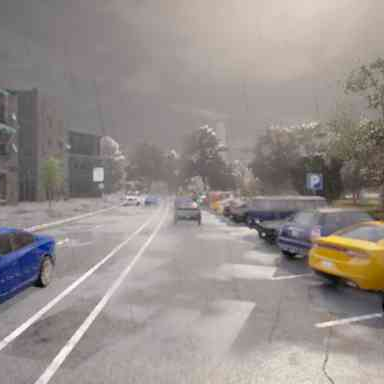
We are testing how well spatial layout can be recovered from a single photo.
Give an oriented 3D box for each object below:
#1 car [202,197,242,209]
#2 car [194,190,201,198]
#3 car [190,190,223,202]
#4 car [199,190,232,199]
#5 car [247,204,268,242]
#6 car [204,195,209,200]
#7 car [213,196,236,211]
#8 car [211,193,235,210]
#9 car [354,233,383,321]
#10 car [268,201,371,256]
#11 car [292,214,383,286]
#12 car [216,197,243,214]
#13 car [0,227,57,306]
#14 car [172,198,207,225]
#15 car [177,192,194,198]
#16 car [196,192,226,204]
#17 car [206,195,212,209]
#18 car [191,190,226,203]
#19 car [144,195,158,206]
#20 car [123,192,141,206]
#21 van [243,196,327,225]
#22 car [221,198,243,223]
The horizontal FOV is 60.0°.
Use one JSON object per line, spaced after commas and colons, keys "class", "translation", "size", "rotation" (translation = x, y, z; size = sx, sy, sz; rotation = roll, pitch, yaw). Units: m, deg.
{"class": "car", "translation": [3.983, 1.368, 43.800], "size": [4.792, 1.488, 2.163], "rotation": [0, 0, -24]}
{"class": "car", "translation": [3.554, 0.992, 49.700], "size": [5.566, 2.045, 2.435], "rotation": [0, 2, -24]}
{"class": "car", "translation": [2.691, 0.697, 61.584], "size": [5.566, 2.045, 2.435], "rotation": [0, 1, -25]}
{"class": "car", "translation": [4.160, 1.120, 40.828], "size": [5.566, 2.045, 2.435], "rotation": [0, 0, -23]}
{"class": "car", "translation": [5.171, 1.443, 14.087], "size": [5.008, 1.535, 2.097], "rotation": [1, 0, -21]}
{"class": "car", "translation": [4.302, 1.394, 37.842], "size": [4.892, 1.521, 2.231], "rotation": [1, 1, -23]}
{"class": "car", "translation": [4.878, 1.415, 29.011], "size": [5.366, 1.575, 1.946], "rotation": [1, 0, -22]}
{"class": "car", "translation": [4.611, 1.285, 31.914], "size": [4.553, 1.767, 2.185], "rotation": [1, 0, -23]}
{"class": "car", "translation": [5.265, 1.497, 5.167], "size": [4.792, 1.488, 2.163], "rotation": [1, 0, -21]}
{"class": "car", "translation": [5.188, 1.324, 11.114], "size": [4.553, 1.767, 2.185], "rotation": [1, 0, -21]}
{"class": "car", "translation": [5.256, 1.458, 8.150], "size": [5.008, 1.535, 2.097], "rotation": [1, 0, -21]}
{"class": "car", "translation": [4.814, 1.420, 25.972], "size": [5.008, 1.535, 2.097], "rotation": [1, 0, -22]}
{"class": "car", "translation": [-4.309, 1.458, 6.335], "size": [1.882, 1.535, 5.008], "rotation": [0, 0, -1]}
{"class": "car", "translation": [-0.354, 1.433, 23.761], "size": [2.128, 1.511, 4.902], "rotation": [0, 0, -2]}
{"class": "car", "translation": [-1.189, 1.228, 41.806], "size": [2.097, 1.767, 4.553], "rotation": [0, 1, -3]}
{"class": "car", "translation": [3.172, 0.982, 55.661], "size": [4.553, 1.767, 2.185], "rotation": [0, 2, -25]}
{"class": "car", "translation": [4.438, 1.405, 34.876], "size": [5.008, 1.535, 2.097], "rotation": [1, 0, -23]}
{"class": "car", "translation": [2.887, 0.777, 58.589], "size": [5.566, 2.045, 2.435], "rotation": [0, 2, -25]}
{"class": "car", "translation": [-5.990, 1.244, 49.177], "size": [1.882, 1.535, 5.008], "rotation": [0, 1, -4]}
{"class": "car", "translation": [-8.789, 0.993, 49.119], "size": [2.150, 2.045, 5.566], "rotation": [0, 1, -4]}
{"class": "van", "translation": [5.206, 1.212, 17.109], "size": [4.442, 1.987, 1.878], "rotation": [1, 0, -22]}
{"class": "car", "translation": [4.933, 1.426, 22.996], "size": [5.008, 1.535, 2.097], "rotation": [1, 0, -22]}
